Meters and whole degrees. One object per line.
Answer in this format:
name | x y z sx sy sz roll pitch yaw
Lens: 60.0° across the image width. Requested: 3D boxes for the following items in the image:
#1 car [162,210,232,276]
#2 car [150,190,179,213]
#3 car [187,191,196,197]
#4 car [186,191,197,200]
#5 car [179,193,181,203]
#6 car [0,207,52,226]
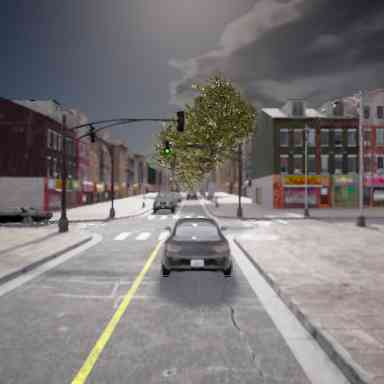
car | 0.127 1.500 10.142 1.812 1.442 4.674 0 0 0
car | -2.824 1.053 35.064 2.150 2.045 5.566 0 1 0
car | -0.019 0.453 76.030 1.994 1.385 4.181 0 1 0
car | -0.011 0.615 65.958 2.097 1.767 4.553 0 1 0
car | -2.839 1.182 44.934 1.837 1.490 4.892 0 1 0
car | -12.711 1.714 23.816 4.718 1.301 1.895 -1 0 -1
